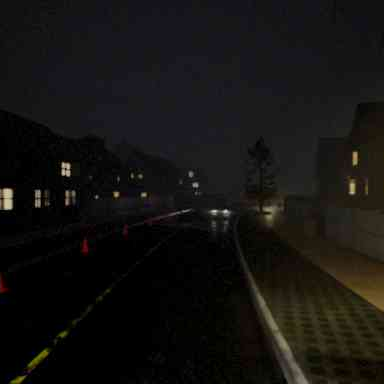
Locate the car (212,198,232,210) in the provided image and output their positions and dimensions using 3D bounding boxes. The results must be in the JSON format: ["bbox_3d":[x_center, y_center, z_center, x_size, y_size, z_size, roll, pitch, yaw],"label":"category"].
[{"bbox_3d":[3.924,1.475,42.947,1.812,1.442,4.674,0,0,16],"label":"car"}]

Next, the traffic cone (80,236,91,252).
[{"bbox_3d":[-4.047,1.963,12.623,0.340,0.580,0.340,0,0,5],"label":"traffic cone"}]

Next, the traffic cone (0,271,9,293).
[{"bbox_3d":[-4.406,1.963,7.557,0.340,0.580,0.340,0,0,3],"label":"traffic cone"}]

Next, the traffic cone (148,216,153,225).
[{"bbox_3d":[-2.844,1.953,22.709,0.340,0.580,0.340,0,0,9],"label":"traffic cone"}]

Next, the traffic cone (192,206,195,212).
[{"bbox_3d":[0.166,1.926,37.641,0.340,0.580,0.340,0,0,14],"label":"traffic cone"}]

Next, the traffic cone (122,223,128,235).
[{"bbox_3d":[-3.527,1.959,17.676,0.340,0.580,0.340,0,0,7],"label":"traffic cone"}]
